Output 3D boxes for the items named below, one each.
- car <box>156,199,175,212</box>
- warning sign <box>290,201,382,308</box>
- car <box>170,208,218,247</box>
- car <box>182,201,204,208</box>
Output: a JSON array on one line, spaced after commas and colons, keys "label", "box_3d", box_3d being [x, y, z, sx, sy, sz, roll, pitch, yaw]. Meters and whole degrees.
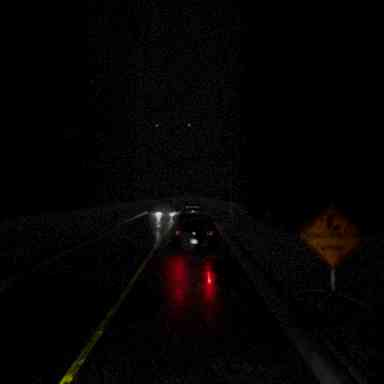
[{"label": "car", "box_3d": [-3.099, 1.605, 39.824, 1.837, 1.490, 4.892, 0, 0, 0]}, {"label": "warning sign", "box_3d": [2.710, 1.127, 6.437, 1.300, 1.860, 1.060, 0, 0, 0]}, {"label": "car", "box_3d": [0.090, 1.630, 15.111, 1.895, 1.301, 4.718, 0, 0, 0]}, {"label": "car", "box_3d": [0.089, 1.565, 31.872, 2.128, 1.511, 4.902, 0, 0, 0]}]
